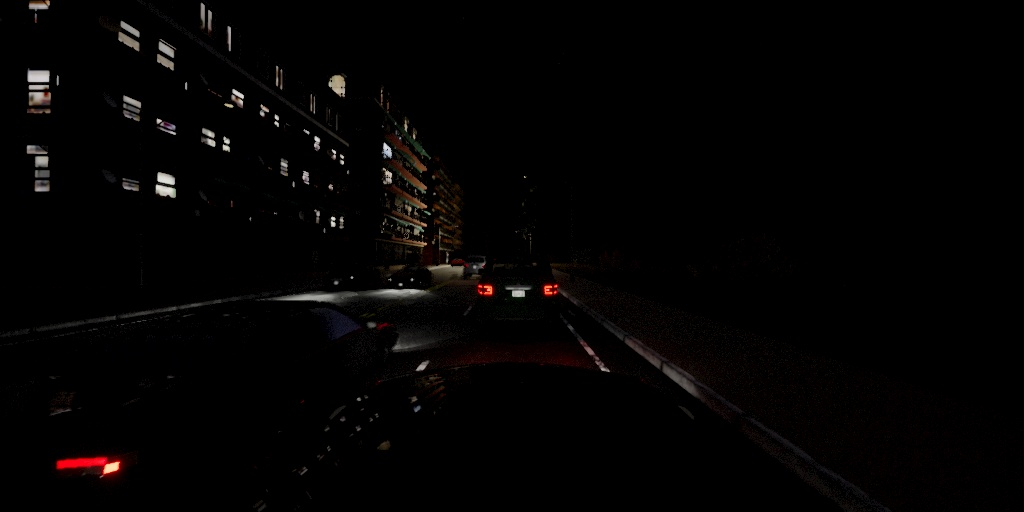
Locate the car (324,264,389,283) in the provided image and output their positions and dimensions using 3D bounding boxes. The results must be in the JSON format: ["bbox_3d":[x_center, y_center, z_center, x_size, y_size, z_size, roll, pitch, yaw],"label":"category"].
[{"bbox_3d":[-9.827,1.243,22.495,2.128,1.511,4.902,0,0,0],"label":"car"}]

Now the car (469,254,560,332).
[{"bbox_3d":[0.115,0.972,11.040,2.150,2.045,5.566,0,0,-1],"label":"car"}]

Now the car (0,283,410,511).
[{"bbox_3d":[-3.148,1.297,4.611,2.033,1.411,5.357,0,0,0],"label":"car"}]

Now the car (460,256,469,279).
[{"bbox_3d":[-3.113,0.975,32.809,2.150,2.045,5.566,0,0,0],"label":"car"}]

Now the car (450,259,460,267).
[{"bbox_3d":[-9.734,1.225,64.153,1.882,1.535,5.008,0,0,1],"label":"car"}]

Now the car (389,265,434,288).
[{"bbox_3d":[-6.574,1.299,23.824,2.033,1.411,5.357,0,0,0],"label":"car"}]
